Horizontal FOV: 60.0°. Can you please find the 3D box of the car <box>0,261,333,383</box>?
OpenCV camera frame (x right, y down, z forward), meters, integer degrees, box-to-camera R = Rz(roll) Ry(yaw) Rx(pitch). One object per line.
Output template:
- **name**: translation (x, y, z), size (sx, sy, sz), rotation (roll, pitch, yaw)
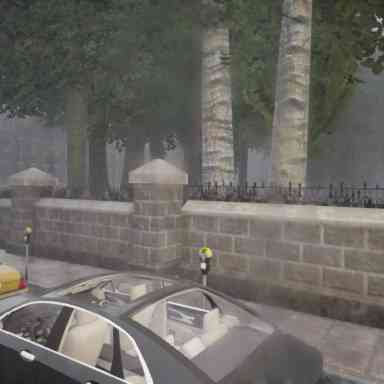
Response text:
- **car**: translation (-0.906, 1.550, 3.442), size (4.403, 1.369, 2.008), rotation (0, 1, 36)
